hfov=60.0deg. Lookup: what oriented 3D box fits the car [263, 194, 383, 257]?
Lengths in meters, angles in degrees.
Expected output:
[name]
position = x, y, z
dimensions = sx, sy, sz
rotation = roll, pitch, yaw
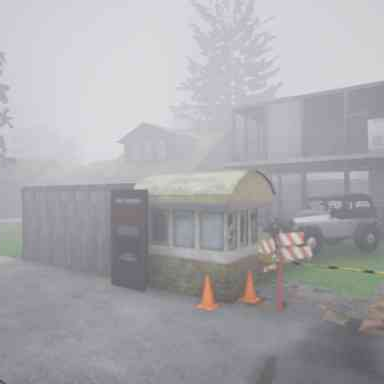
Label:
[car]
position = 4.495, 1.011, 11.259
dimensions = 3.866, 1.878, 1.905
rotation = 0, 0, -20
